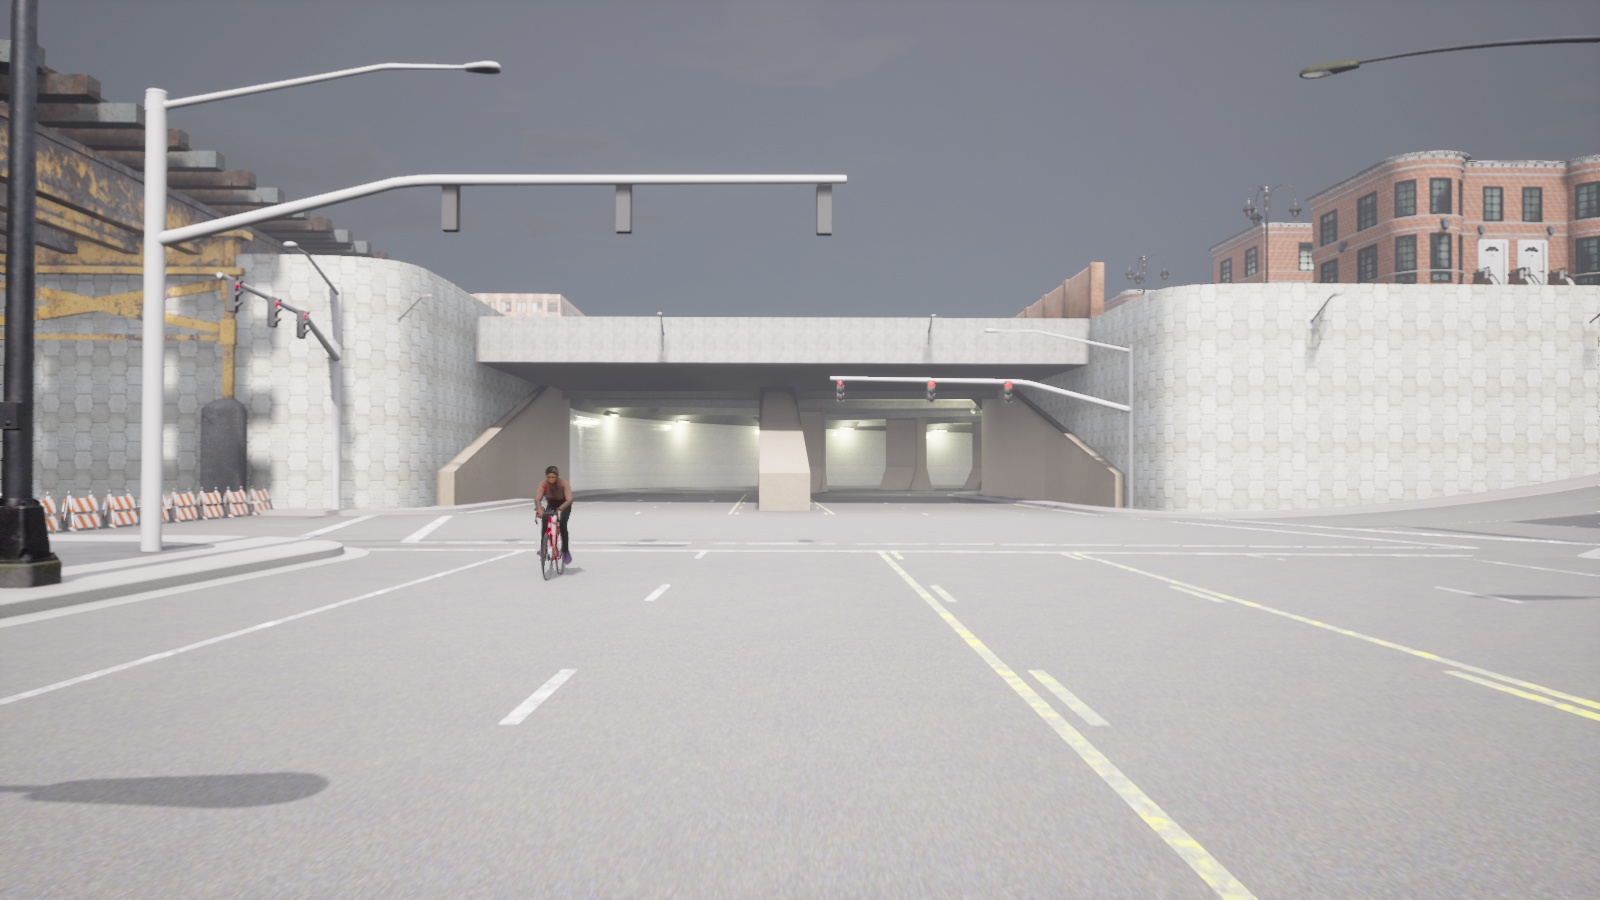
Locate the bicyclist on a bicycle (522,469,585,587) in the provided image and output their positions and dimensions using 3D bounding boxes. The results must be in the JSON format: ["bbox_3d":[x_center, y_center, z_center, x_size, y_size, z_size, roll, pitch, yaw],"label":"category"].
[{"bbox_3d":[-3.550,1.086,18.194,0.582,1.620,1.656,0,-1,0],"label":"bicyclist on a bicycle"}]
